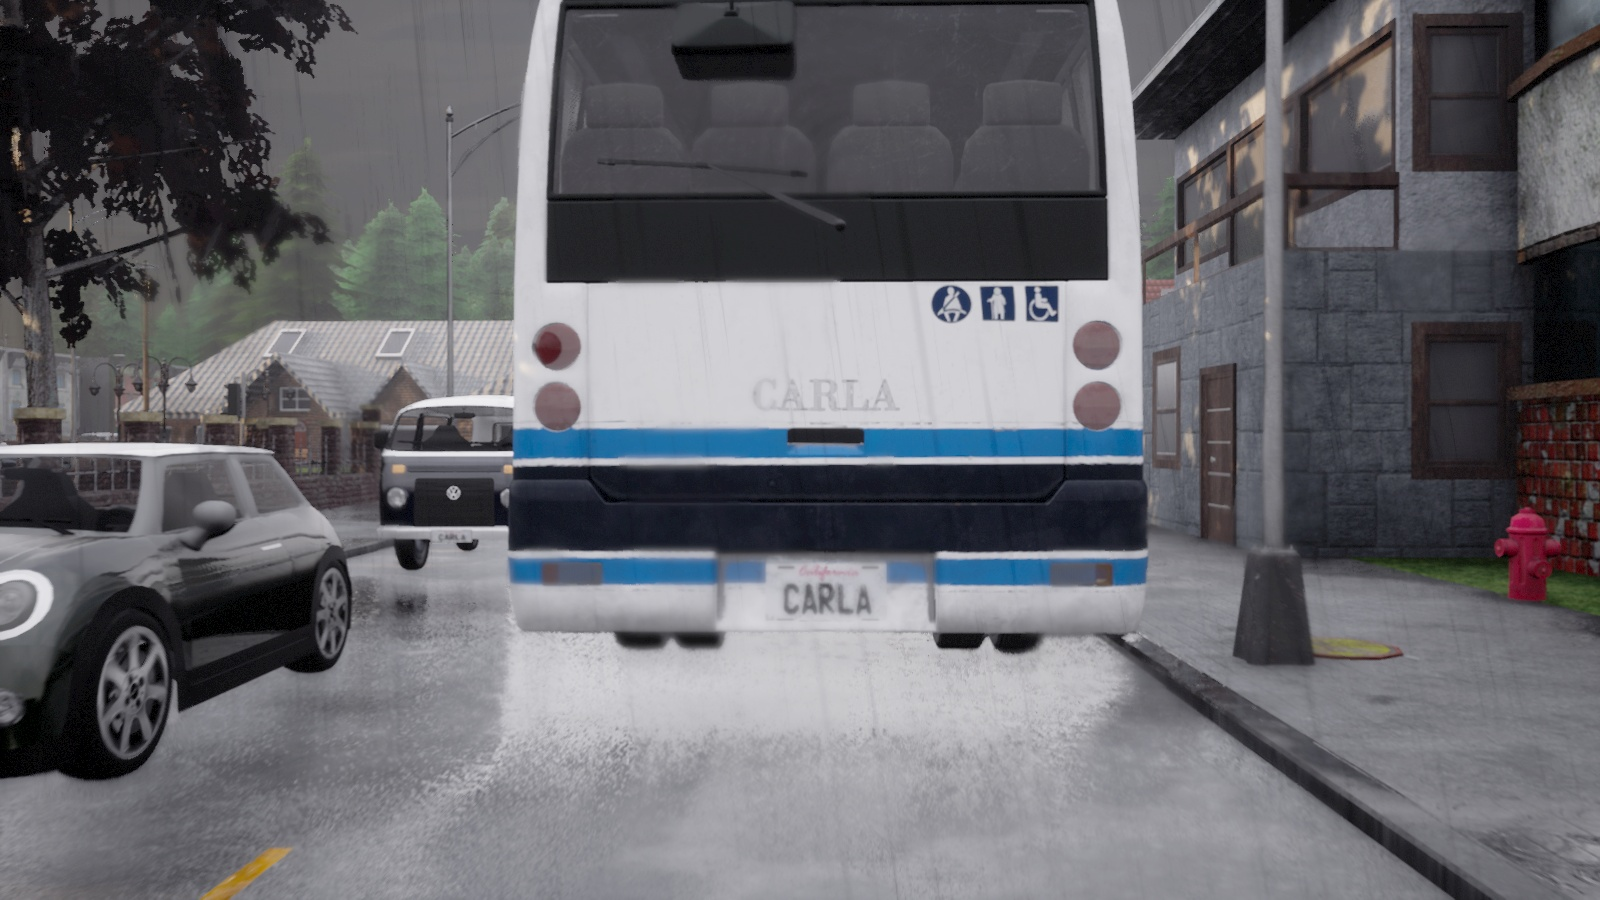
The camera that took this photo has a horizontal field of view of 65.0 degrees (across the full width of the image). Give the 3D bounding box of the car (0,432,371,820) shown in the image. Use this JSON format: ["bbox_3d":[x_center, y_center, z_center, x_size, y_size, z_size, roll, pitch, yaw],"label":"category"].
[{"bbox_3d":[-3.900,0.655,6.672,1.970,1.475,3.806,0,0,-1],"label":"car"}]

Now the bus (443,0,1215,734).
[{"bbox_3d":[0.270,-0.724,11.568,3.944,4.253,10.273,0,0,2],"label":"bus"}]

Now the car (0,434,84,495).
[{"bbox_3d":[-22.772,0.380,34.659,4.856,1.649,2.033,0,0,-1],"label":"car"}]

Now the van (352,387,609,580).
[{"bbox_3d":[-3.713,0.342,15.501,2.069,2.038,4.480,0,0,-1],"label":"van"}]
